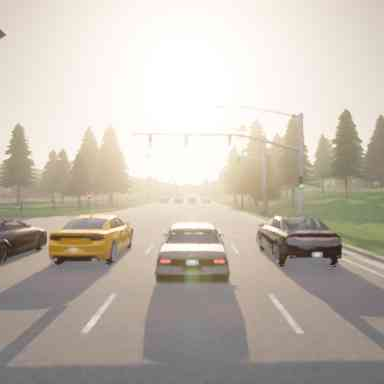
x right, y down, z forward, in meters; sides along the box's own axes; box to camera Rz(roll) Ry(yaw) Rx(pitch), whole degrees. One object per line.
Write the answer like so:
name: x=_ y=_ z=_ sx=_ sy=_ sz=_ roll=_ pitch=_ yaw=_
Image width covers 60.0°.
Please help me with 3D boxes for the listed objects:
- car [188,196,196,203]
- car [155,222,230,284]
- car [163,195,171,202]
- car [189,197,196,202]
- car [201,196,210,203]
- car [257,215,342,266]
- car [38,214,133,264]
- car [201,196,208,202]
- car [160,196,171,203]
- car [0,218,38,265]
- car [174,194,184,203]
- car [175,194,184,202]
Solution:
car: x=0.045 y=1.864 z=82.688 sx=2.097 sy=1.767 sz=4.553 roll=0 pitch=0 yaw=0
car: x=0.034 y=1.610 z=9.809 sx=2.033 sy=1.411 sz=5.357 roll=0 pitch=0 yaw=1
car: x=-6.950 y=1.768 z=92.729 sx=2.097 sy=1.767 sz=4.553 roll=0 pitch=0 yaw=0
car: x=0.050 y=1.965 z=92.754 sx=1.994 sy=1.385 sz=4.181 roll=0 pitch=0 yaw=0
car: x=3.545 y=2.034 z=82.748 sx=1.812 sy=1.442 sz=4.674 roll=0 pitch=0 yaw=0
car: x=3.560 y=1.566 z=11.799 sx=2.128 sy=1.511 sz=4.902 roll=0 pitch=0 yaw=1
car: x=-3.436 y=1.555 z=12.191 sx=1.882 sy=1.535 sz=5.008 roll=0 pitch=0 yaw=1
car: x=3.550 y=1.937 z=92.752 sx=1.812 sy=1.442 sz=4.674 roll=0 pitch=0 yaw=0
car: x=-6.955 y=2.007 z=82.337 sx=1.837 sy=1.490 sz=4.892 roll=0 pitch=0 yaw=0
car: x=-6.938 y=1.640 z=12.016 sx=1.994 sy=1.385 sz=4.181 roll=0 pitch=0 yaw=1
car: x=-3.455 y=1.984 z=82.335 sx=1.882 sy=1.535 sz=5.008 roll=0 pitch=0 yaw=0
car: x=-3.450 y=1.638 z=92.788 sx=2.150 sy=2.045 sz=5.566 roll=0 pitch=0 yaw=0
